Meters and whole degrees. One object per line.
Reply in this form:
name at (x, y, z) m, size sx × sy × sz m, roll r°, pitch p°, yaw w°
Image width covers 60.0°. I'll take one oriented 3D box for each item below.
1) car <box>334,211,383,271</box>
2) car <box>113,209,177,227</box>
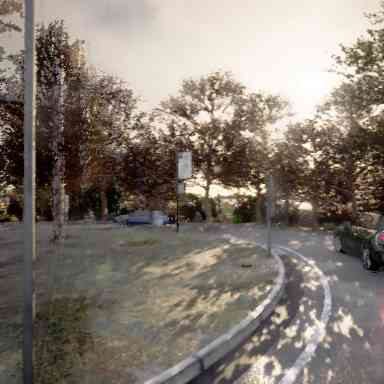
car at (6.314, 1.404, 11.054) m, size 2.097 × 1.767 × 4.553 m, roll -1°, pitch -1°, yaw 9°
car at (-3.998, 2.181, 28.076) m, size 5.357 × 1.411 × 2.033 m, roll -1°, pitch -1°, yaw 21°
